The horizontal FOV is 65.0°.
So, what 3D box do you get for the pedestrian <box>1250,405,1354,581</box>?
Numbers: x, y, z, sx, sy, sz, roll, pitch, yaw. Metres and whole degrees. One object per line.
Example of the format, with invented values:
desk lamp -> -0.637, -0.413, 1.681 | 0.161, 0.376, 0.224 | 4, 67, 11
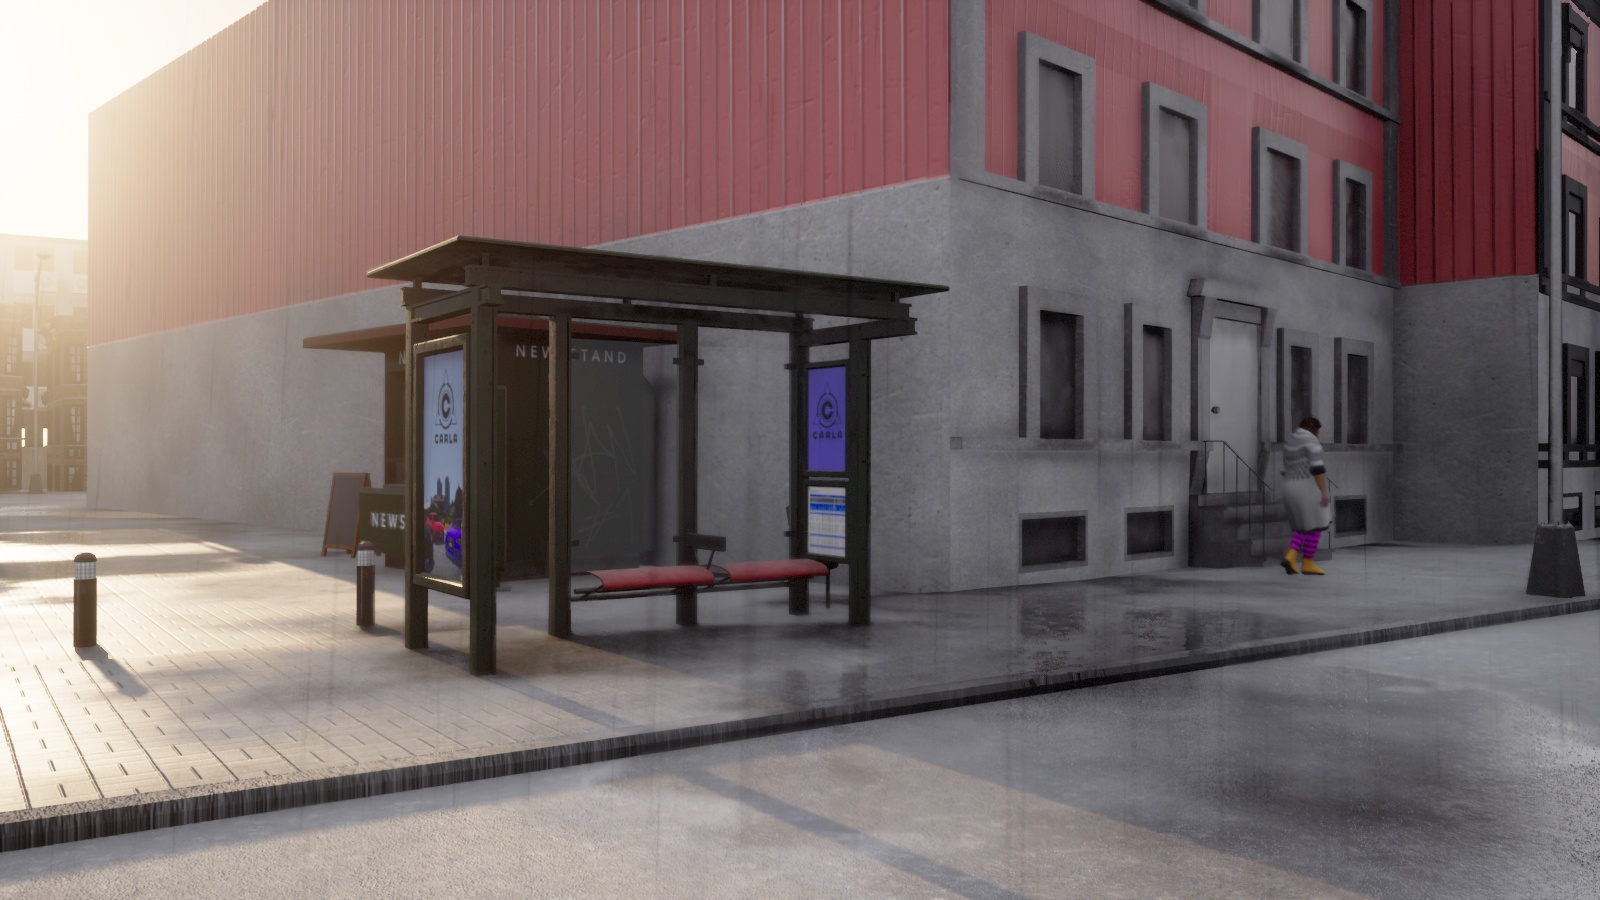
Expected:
pedestrian -> 5.739, 0.477, 14.378 | 0.873, 1.952, 0.659 | 0, 0, -16
